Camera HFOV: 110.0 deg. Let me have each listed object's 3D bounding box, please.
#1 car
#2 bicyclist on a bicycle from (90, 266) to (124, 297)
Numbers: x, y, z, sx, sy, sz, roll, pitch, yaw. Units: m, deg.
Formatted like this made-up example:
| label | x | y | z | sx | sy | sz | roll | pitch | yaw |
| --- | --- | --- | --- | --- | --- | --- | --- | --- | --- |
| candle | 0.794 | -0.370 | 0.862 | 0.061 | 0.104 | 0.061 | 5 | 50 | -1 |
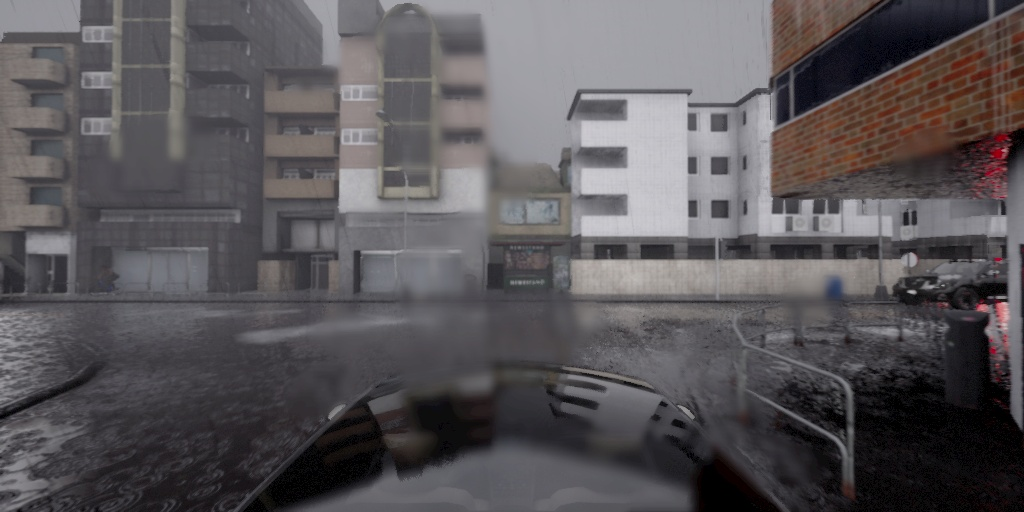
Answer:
| label | x | y | z | sx | sy | sz | roll | pitch | yaw |
| --- | --- | --- | --- | --- | --- | --- | --- | --- | --- |
| car | 19.455 | 1.148 | 15.004 | 5.566 | 2.045 | 2.150 | 0 | -1 | 0 |
| bicyclist on a bicycle | -21.615 | 1.331 | 19.174 | 0.582 | 1.620 | 1.656 | 0 | 0 | 0 |
